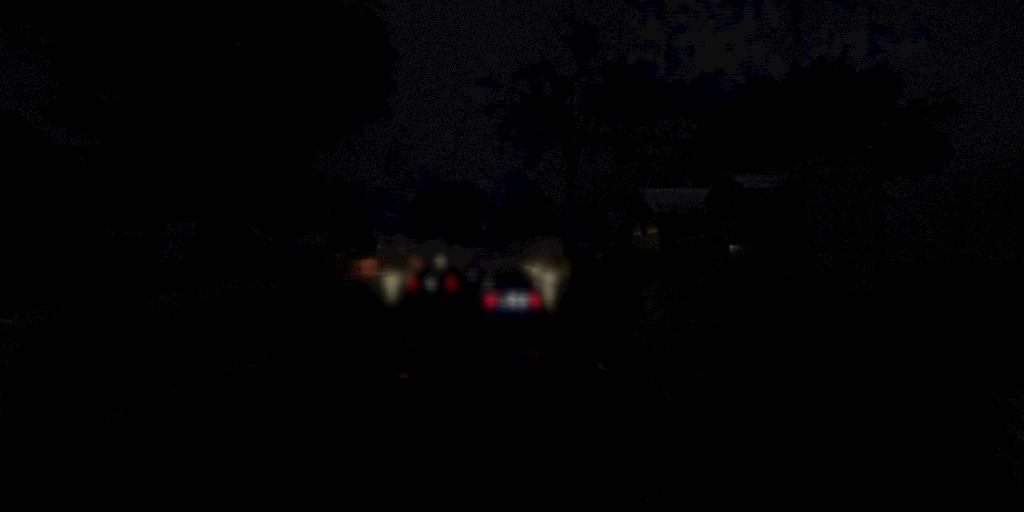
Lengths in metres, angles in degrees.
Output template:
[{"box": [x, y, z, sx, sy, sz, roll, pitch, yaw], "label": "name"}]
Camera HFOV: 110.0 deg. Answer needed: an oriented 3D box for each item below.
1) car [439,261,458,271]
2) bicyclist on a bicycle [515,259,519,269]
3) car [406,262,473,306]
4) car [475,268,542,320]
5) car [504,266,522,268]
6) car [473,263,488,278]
[{"box": [-9.817, 1.565, 55.760, 2.033, 1.411, 5.357, 0, 0, 0], "label": "car"}, {"box": [0.890, 1.446, 64.154, 0.659, 1.776, 1.843, 0, 0, 0], "label": "bicyclist on a bicycle"}, {"box": [-3.182, 1.144, 16.252, 2.097, 1.767, 4.553, 0, 0, 0], "label": "car"}, {"box": [0.045, 1.330, 12.833, 2.033, 1.411, 5.357, 0, 0, 0], "label": "car"}, {"box": [0.062, 1.455, 30.121, 1.895, 1.301, 4.718, 0, 0, 0], "label": "car"}, {"box": [-3.179, 1.355, 31.637, 2.128, 1.511, 4.902, 0, 0, 0], "label": "car"}]
